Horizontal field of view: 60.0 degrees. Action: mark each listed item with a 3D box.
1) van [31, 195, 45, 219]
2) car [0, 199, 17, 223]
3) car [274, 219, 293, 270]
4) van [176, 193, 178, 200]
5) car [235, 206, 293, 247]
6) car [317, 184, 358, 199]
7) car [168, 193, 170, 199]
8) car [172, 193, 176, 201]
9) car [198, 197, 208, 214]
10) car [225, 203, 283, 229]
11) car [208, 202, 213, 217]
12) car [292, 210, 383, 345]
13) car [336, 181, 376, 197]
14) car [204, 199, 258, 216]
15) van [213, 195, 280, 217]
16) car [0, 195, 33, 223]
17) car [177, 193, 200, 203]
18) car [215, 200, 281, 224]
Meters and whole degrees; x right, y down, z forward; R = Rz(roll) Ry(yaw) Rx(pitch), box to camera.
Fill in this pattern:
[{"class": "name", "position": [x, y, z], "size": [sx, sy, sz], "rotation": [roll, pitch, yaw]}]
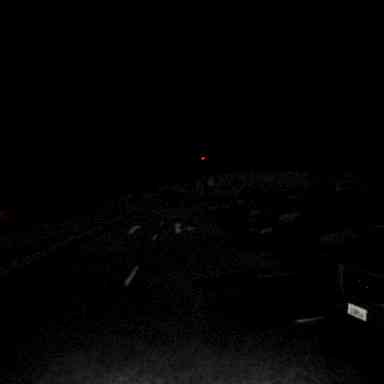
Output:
[{"class": "van", "position": [-14.272, 1.246, 26.856], "size": [4.442, 1.987, 1.878], "rotation": [-1, 0, -23]}, {"class": "car", "position": [-14.228, 1.480, 20.823], "size": [5.366, 1.575, 1.946], "rotation": [-1, 0, -22]}, {"class": "car", "position": [4.667, 1.505, 8.298], "size": [4.674, 1.452, 2.002], "rotation": [1, 0, -21]}, {"class": "van", "position": [-0.568, 1.325, 73.010], "size": [4.442, 1.987, 1.878], "rotation": [0, 0, -29]}, {"class": "car", "position": [4.518, 1.493, 14.334], "size": [4.674, 1.452, 2.002], "rotation": [1, 0, -22]}, {"class": "car", "position": [18.848, 0.130, 44.081], "size": [2.002, 1.452, 4.674], "rotation": [-7, 4, -29]}, {"class": "car", "position": [-2.757, 1.253, 87.938], "size": [5.566, 2.045, 2.435], "rotation": [0, 0, -29]}, {"class": "car", "position": [-0.938, 1.290, 76.026], "size": [5.566, 2.045, 2.435], "rotation": [1, 0, -29]}, {"class": "car", "position": [3.644, 1.420, 29.347], "size": [5.366, 1.575, 1.946], "rotation": [1, 0, -24]}, {"class": "car", "position": [4.406, 1.487, 17.357], "size": [4.674, 1.452, 2.002], "rotation": [1, 0, -22]}, {"class": "car", "position": [4.022, 1.305, 26.417], "size": [4.553, 1.767, 2.185], "rotation": [1, 0, -23]}, {"class": "car", "position": [4.700, 1.219, 5.258], "size": [5.566, 2.045, 2.435], "rotation": [1, 0, -21]}, {"class": "car", "position": [21.811, -0.449, 44.498], "size": [2.435, 2.045, 5.566], "rotation": [-7, 4, -28]}, {"class": "car", "position": [3.804, 1.455, 32.403], "size": [4.792, 1.488, 2.163], "rotation": [1, 0, -24]}, {"class": "van", "position": [4.047, 1.209, 23.342], "size": [4.442, 1.987, 1.878], "rotation": [1, 0, -23]}, {"class": "car", "position": [-14.176, 1.351, 23.863], "size": [4.553, 1.767, 2.185], "rotation": [-1, 0, -23]}, {"class": "car", "position": [-0.068, 1.435, 70.074], "size": [4.553, 1.767, 2.185], "rotation": [0, 0, -28]}, {"class": "car", "position": [4.297, 1.443, 20.373], "size": [4.892, 1.521, 2.231], "rotation": [1, 0, -23]}]
